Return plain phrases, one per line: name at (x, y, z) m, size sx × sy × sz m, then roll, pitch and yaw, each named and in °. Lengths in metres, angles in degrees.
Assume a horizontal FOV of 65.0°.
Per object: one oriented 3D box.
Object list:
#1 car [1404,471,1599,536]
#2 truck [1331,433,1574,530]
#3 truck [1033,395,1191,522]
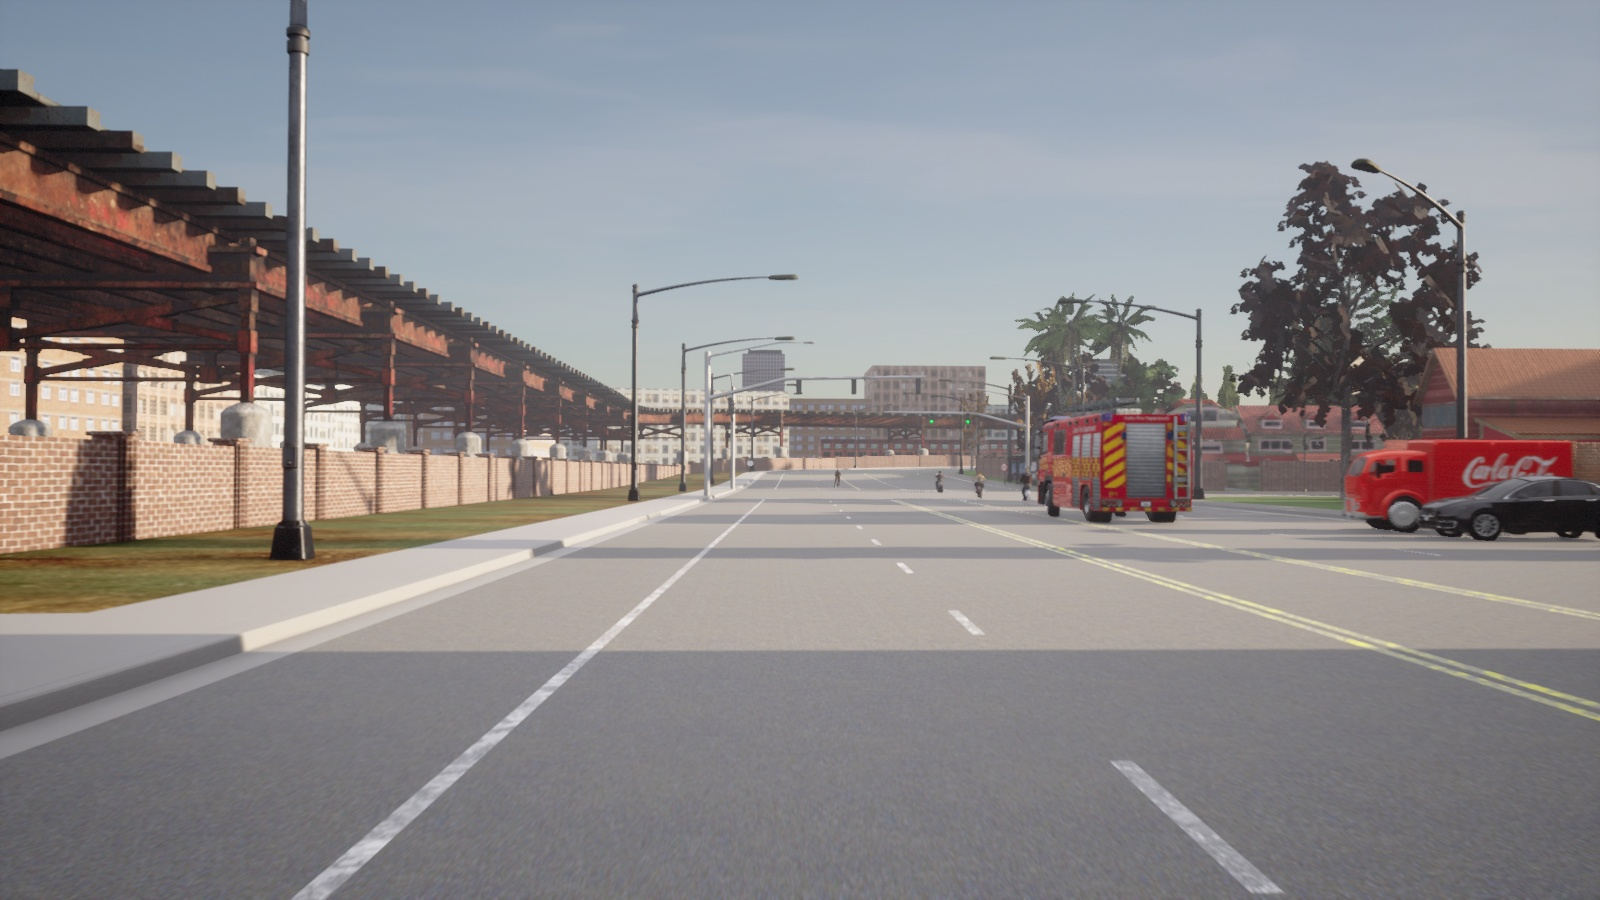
car at (17.289, 1.251, 29.930) m, size 4.892 × 1.490 × 1.837 m, roll 0°, pitch -1°, yaw 2°
truck at (17.353, 0.822, 33.718) m, size 5.204 × 2.467 × 2.627 m, roll 0°, pitch 0°, yaw 9°
truck at (10.249, 0.318, 42.325) m, size 2.891 × 3.827 × 8.468 m, roll 0°, pitch -1°, yaw -2°
